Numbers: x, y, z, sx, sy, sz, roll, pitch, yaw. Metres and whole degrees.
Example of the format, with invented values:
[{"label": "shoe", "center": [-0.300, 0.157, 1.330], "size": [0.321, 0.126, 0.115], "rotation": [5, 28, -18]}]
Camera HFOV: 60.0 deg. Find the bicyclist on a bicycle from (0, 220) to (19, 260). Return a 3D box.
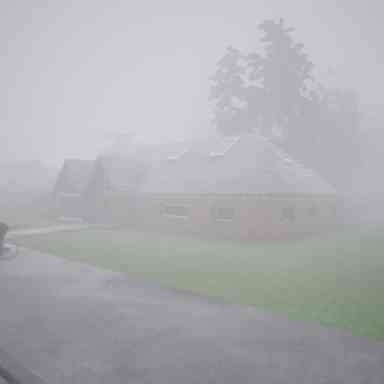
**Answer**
[{"label": "bicyclist on a bicycle", "center": [-6.140, 1.356, 10.181], "size": [0.582, 1.620, 1.656], "rotation": [0, 0, 40]}]
